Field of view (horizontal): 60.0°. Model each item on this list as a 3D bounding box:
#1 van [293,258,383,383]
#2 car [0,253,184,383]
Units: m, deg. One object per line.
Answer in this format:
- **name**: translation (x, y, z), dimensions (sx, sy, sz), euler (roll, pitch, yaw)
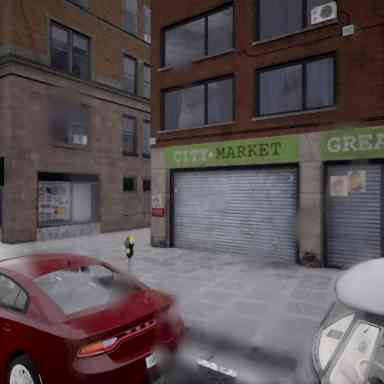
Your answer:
- **van**: translation (2.411, 1.341, 1.357), dimensions (3.998, 1.788, 1.690), euler (0, 0, 35)
- **car**: translation (-2.198, 1.544, 4.644), dimensions (4.507, 1.381, 1.887), euler (0, 0, 35)
